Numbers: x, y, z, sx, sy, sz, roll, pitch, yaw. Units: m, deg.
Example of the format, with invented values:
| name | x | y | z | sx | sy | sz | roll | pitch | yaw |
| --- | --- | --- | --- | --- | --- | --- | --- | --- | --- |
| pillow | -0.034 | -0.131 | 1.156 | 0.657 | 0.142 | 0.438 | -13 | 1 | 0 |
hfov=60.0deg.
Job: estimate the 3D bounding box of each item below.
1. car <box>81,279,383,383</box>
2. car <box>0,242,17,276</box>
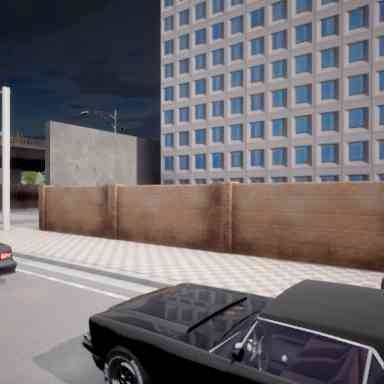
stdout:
| name | x | y | z | sx | sy | sz | roll | pitch | yaw |
| --- | --- | --- | --- | --- | --- | --- | --- | --- | --- |
| car | 1.059 | 1.601 | 3.229 | 4.718 | 1.301 | 1.895 | 0 | 0 | 36 |
| car | -6.747 | 1.545 | 8.804 | 5.357 | 1.411 | 2.033 | 0 | 0 | 36 |
